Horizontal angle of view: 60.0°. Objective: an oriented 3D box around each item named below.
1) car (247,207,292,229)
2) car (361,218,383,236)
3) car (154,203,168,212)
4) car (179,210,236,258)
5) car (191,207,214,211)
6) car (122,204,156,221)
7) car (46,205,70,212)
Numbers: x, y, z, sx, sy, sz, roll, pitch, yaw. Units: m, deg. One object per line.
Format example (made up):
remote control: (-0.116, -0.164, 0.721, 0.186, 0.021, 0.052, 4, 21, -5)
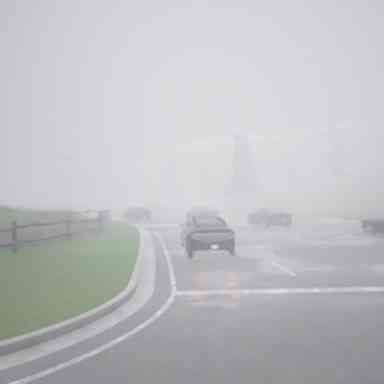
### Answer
car: (5.752, 1.875, 25.309, 1.882, 1.535, 5.008, -1, -1, -12)
car: (10.905, 1.744, 17.079, 1.895, 1.301, 4.718, -1, -1, -8)
car: (-6.295, 2.723, 57.526, 5.008, 1.535, 1.882, -2, -2, 39)
car: (0.569, 1.767, 14.173, 2.128, 1.511, 4.902, -1, -1, -5)
car: (0.878, 2.054, 29.896, 1.882, 1.535, 5.008, 0, -1, -18)
car: (-6.134, 2.339, 36.525, 1.837, 1.490, 4.892, 0, -2, -31)
car: (-27.195, 3.346, 67.449, 4.674, 1.442, 1.812, -1, -1, 11)
